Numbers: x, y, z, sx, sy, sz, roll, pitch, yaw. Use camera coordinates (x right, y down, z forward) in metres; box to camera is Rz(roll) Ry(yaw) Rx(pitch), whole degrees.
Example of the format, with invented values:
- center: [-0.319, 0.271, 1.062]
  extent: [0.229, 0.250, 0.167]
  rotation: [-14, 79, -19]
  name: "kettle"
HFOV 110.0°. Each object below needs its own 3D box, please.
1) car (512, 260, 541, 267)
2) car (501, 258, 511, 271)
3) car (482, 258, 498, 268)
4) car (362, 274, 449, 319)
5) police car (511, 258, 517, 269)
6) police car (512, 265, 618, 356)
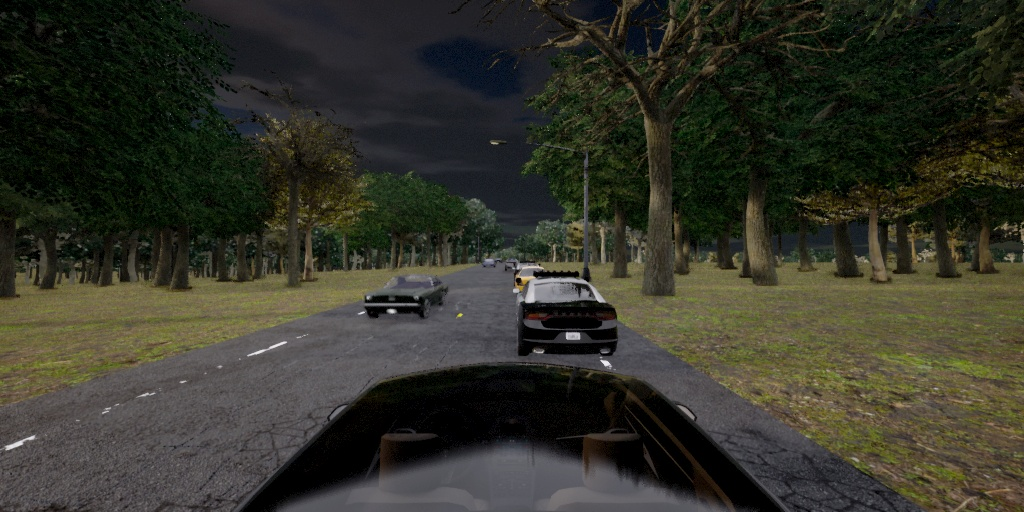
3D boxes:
- center: [1.057, 1.192, 18.850]
  extent: [1.801, 1.575, 5.366]
  rotation: [0, 0, 0]
  name: "car"
- center: [0.037, 1.130, 45.977]
  extent: [2.128, 1.511, 4.902]
  rotation: [0, 0, 1]
  name: "car"
- center: [-3.569, 1.125, 55.985]
  extent: [1.812, 1.442, 4.674]
  rotation: [0, 0, 0]
  name: "car"
- center: [-3.596, 1.346, 12.941]
  extent: [1.895, 1.301, 4.718]
  rotation: [0, 0, 0]
  name: "car"
- center: [1.060, 1.148, 24.770]
  extent: [1.930, 1.638, 5.238]
  rotation: [0, 0, 0]
  name: "police car"
- center: [1.054, 1.174, 8.767]
  extent: [1.930, 1.638, 5.238]
  rotation: [0, 0, 0]
  name: "police car"
